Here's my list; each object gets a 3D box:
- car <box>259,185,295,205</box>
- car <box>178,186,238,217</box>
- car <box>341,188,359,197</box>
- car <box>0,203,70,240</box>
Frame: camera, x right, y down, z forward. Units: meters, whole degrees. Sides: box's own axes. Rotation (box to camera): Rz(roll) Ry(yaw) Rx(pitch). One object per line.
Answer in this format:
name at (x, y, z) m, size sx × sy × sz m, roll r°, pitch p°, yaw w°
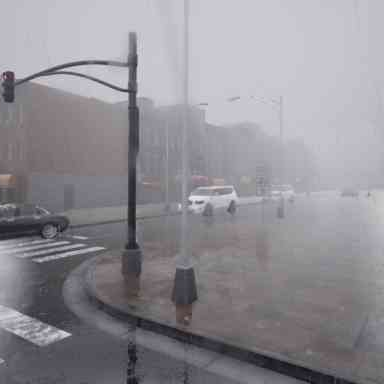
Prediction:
car at (9.140, 0.264, 35.366) m, size 2.150 × 2.045 × 5.566 m, roll 0°, pitch 2°, yaw 35°
car at (1.307, 0.599, 24.383) m, size 2.150 × 2.045 × 5.566 m, roll 1°, pitch 3°, yaw 36°
car at (24.995, 0.089, 52.520) m, size 2.033 × 1.411 × 5.357 m, roll 0°, pitch 2°, yaw 35°
car at (-7.459, 1.257, 13.335) m, size 4.892 × 1.490 × 1.837 m, roll -2°, pitch 2°, yaw -43°
